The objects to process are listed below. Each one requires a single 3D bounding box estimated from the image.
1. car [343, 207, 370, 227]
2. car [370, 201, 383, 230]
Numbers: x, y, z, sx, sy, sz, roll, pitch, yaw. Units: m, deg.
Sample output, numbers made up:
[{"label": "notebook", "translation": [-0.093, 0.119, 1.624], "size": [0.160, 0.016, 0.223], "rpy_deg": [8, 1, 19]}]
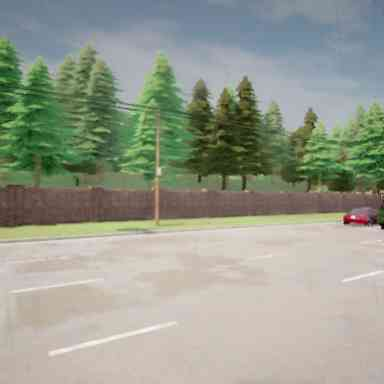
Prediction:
[{"label": "car", "translation": [13.758, 1.892, 26.132], "size": [4.181, 1.385, 1.994], "rpy_deg": [1, 0, -35]}, {"label": "car", "translation": [14.773, 1.543, 22.572], "size": [5.566, 2.045, 2.150], "rpy_deg": [1, 0, -35]}]
